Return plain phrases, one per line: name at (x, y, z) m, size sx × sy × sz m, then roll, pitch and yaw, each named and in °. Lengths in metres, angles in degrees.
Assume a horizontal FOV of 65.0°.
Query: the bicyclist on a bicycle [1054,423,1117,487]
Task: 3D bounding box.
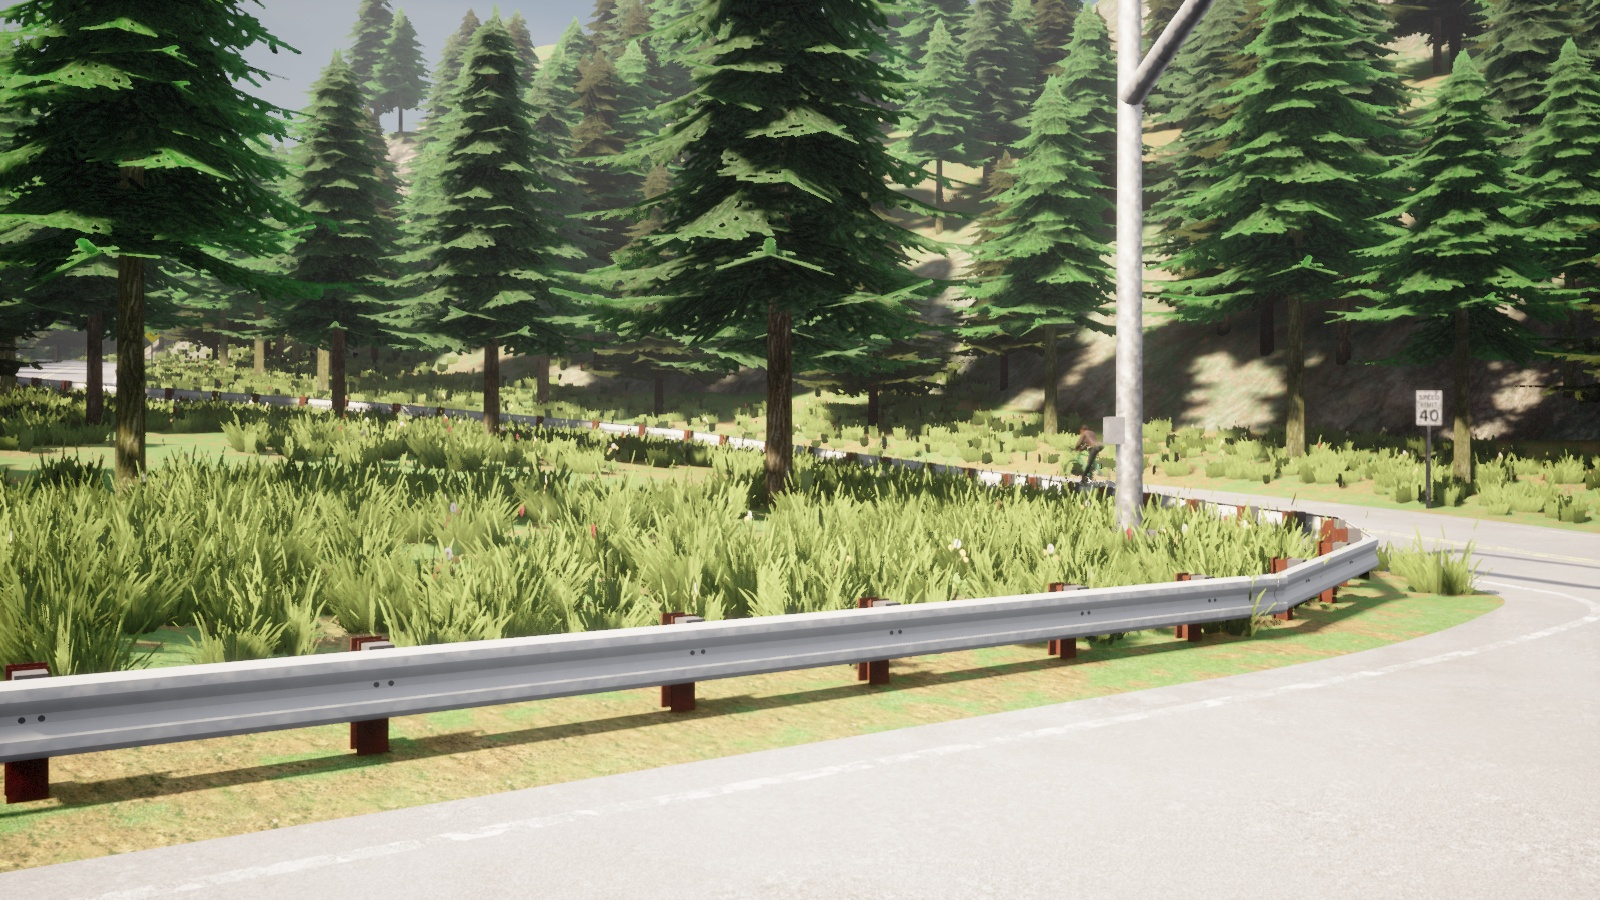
bicyclist on a bicycle at (7.583, 0.115, 33.390) m, size 0.582 × 1.620 × 1.656 m, roll -1°, pitch 3°, yaw -33°
